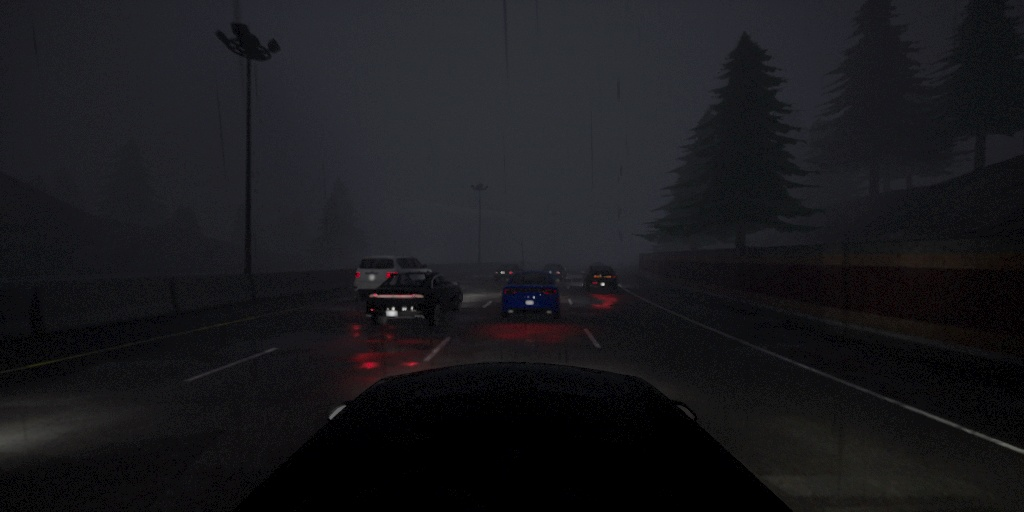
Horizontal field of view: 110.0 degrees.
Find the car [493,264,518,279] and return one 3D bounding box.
[{"bbox_3d":[-0.127,1.371,30.590,2.033,1.411,5.357,0,0,12],"label":"car"}]

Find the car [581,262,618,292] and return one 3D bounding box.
[{"bbox_3d":[5.433,1.323,22.285,1.837,1.490,4.892,0,0,9],"label":"car"}]

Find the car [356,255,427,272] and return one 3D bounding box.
[{"bbox_3d":[-5.773,0.998,18.264,2.150,2.045,5.566,0,0,7],"label":"car"}]

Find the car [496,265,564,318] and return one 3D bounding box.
[{"bbox_3d":[0.747,1.259,13.255,1.882,1.535,5.008,0,0,5],"label":"car"}]

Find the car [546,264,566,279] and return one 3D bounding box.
[{"bbox_3d":[3.698,1.385,31.651,2.033,1.411,5.357,0,0,13],"label":"car"}]

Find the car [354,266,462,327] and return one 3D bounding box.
[{"bbox_3d":[-2.901,1.259,11.585,2.128,1.511,4.902,0,0,4],"label":"car"}]
